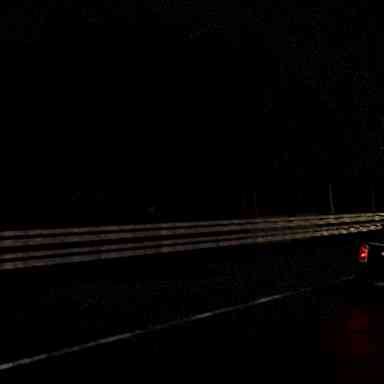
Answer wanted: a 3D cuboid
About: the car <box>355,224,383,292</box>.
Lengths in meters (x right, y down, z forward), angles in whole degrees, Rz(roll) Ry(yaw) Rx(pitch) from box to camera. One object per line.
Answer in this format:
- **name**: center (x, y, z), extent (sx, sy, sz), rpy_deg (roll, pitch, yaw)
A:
- **car**: center (5.985, 1.469, 8.027), extent (4.553, 1.767, 2.097), rpy_deg (1, 0, -36)
